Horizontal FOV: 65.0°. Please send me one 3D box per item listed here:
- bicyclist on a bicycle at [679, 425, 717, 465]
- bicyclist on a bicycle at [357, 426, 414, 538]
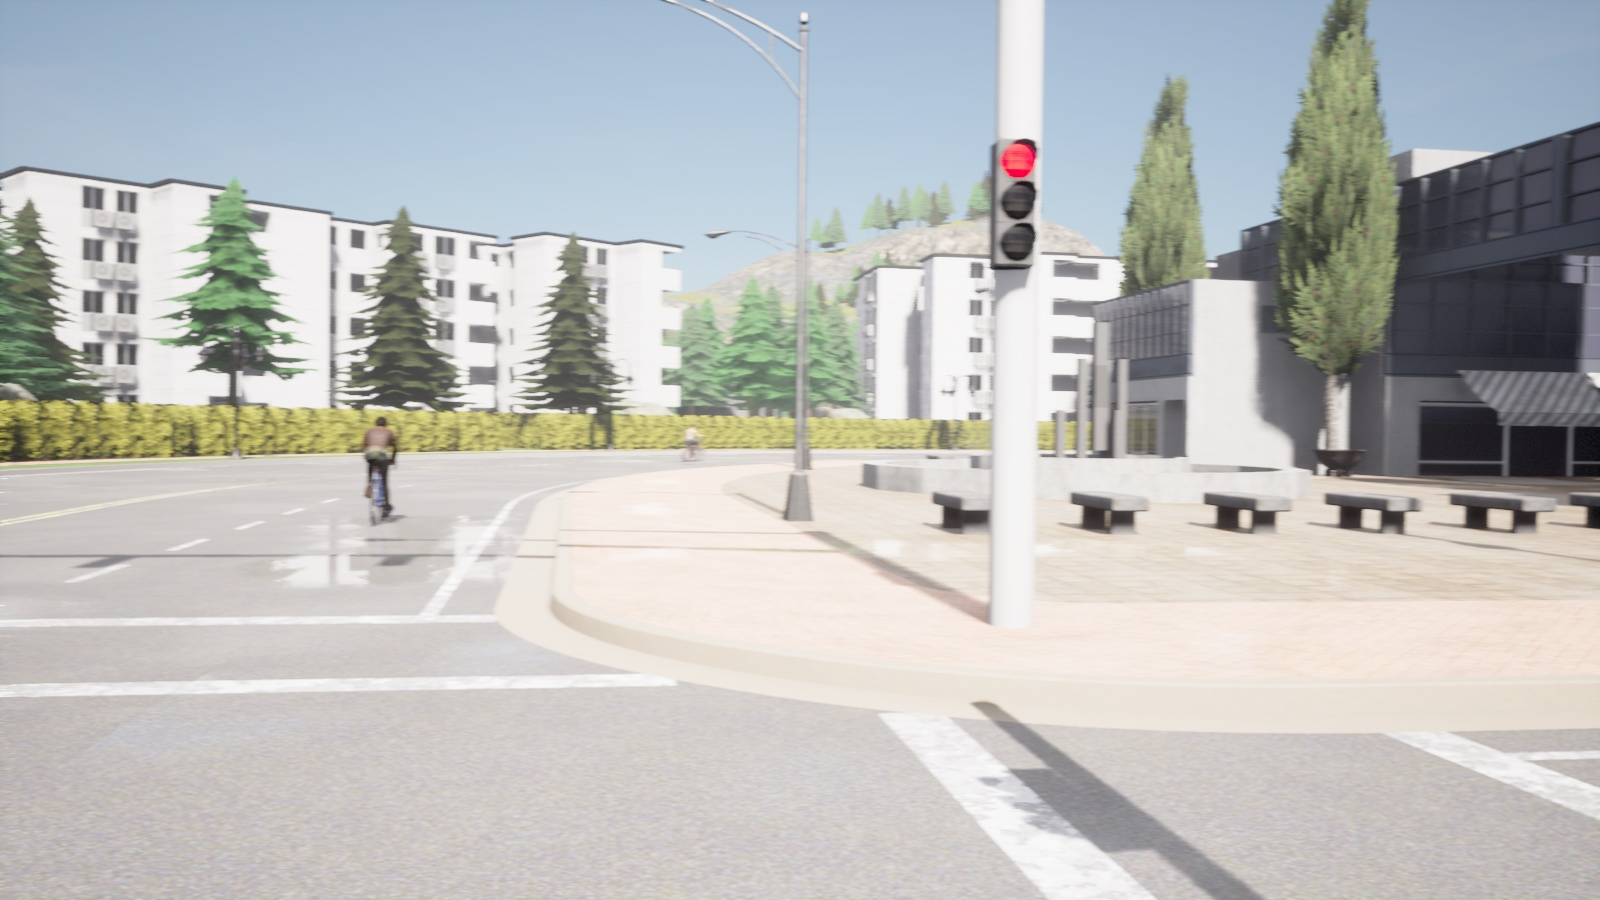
[{"bbox_3d":[-4.270,-0.219,52.677,0.866,1.612,1.509,1,2,32],"label":"bicyclist on a bicycle"},{"bbox_3d":[-6.285,0.450,19.096,0.582,1.620,1.656,-1,1,-10],"label":"bicyclist on a bicycle"}]
